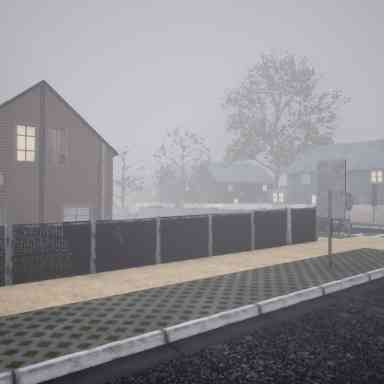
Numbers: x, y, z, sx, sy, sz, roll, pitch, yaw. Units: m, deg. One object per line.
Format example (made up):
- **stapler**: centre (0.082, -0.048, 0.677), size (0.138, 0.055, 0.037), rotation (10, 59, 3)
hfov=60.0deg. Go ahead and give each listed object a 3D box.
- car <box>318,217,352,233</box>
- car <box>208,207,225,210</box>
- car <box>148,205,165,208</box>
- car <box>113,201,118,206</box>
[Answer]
- **car**: centre (7.868, 1.798, 21.482), size (1.812, 1.442, 4.674), rotation (1, -2, -35)
- **car**: centre (2.145, 2.077, 29.567), size (1.994, 1.385, 4.181), rotation (1, -2, -35)
- **car**: centre (-3.880, 2.272, 38.069), size (1.837, 1.490, 4.892), rotation (1, -2, -36)
- **car**: centre (-12.856, 2.364, 50.905), size (2.150, 2.045, 5.566), rotation (1, -2, -35)
